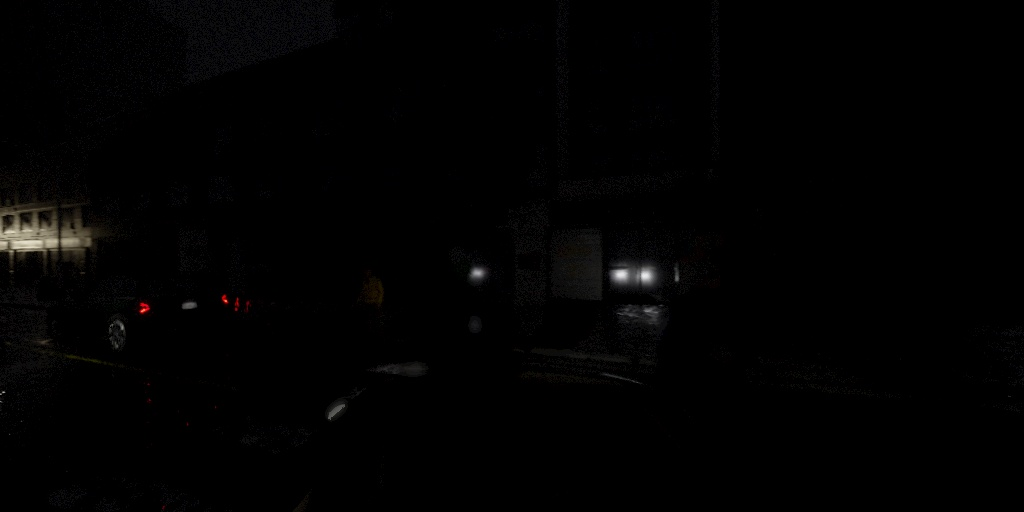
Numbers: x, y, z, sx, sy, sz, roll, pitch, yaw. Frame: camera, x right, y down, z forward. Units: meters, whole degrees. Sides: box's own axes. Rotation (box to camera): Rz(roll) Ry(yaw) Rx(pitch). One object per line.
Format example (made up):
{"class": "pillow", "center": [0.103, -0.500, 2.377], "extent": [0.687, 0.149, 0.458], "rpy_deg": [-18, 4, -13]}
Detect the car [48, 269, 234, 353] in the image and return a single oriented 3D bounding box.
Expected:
{"class": "car", "center": [-9.559, 1.224, 9.254], "extent": [4.553, 1.767, 2.097], "rpy_deg": [-1, 0, 22]}

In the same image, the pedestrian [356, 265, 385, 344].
{"class": "pedestrian", "center": [-3.193, 1.054, 8.187], "extent": [0.375, 1.860, 0.375], "rpy_deg": [0, 1, 22]}

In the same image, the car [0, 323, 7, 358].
{"class": "car", "center": [-12.512, 1.460, 7.272], "extent": [4.674, 1.442, 1.812], "rpy_deg": [-1, 0, 22]}
